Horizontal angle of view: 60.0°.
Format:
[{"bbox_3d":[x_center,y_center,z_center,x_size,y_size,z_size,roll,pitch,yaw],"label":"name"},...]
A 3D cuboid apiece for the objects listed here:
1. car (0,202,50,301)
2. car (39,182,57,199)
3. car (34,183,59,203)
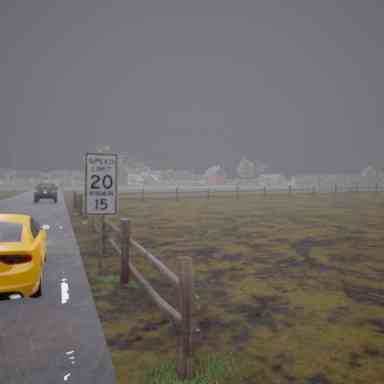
[{"bbox_3d":[-4.363,1.231,7.527,1.882,1.535,5.008,0,2,-22],"label":"car"},{"bbox_3d":[-19.336,-0.256,44.862,2.150,2.045,5.566,0,2,-22],"label":"car"},{"bbox_3d":[-15.424,0.054,35.221,2.150,2.045,5.566,0,2,-21],"label":"car"}]
